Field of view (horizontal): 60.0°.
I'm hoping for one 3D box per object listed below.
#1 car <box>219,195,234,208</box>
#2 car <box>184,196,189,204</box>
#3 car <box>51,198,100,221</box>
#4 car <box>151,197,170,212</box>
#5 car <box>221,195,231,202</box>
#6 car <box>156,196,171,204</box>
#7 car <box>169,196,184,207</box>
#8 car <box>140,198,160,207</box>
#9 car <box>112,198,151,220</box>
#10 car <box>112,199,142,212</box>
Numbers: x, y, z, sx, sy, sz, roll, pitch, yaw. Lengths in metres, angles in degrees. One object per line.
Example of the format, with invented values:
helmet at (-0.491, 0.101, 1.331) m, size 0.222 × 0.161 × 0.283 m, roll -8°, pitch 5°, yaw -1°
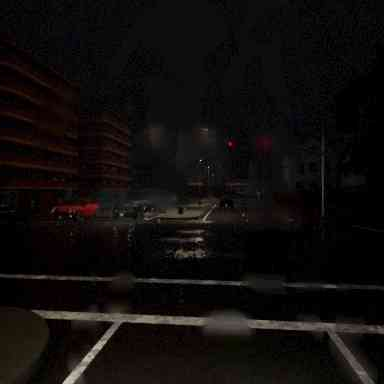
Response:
car at (5.046, 1.505, 48.751) m, size 1.837 × 1.490 × 4.892 m, roll 0°, pitch 0°, yaw 6°
car at (-1.730, 1.506, 62.588) m, size 1.837 × 1.490 × 4.892 m, roll 0°, pitch 0°, yaw 6°
car at (-9.394, 1.351, 27.068) m, size 2.097 × 1.767 × 4.553 m, roll 0°, pitch 0°, yaw 12°
car at (-4.180, 1.601, 39.194) m, size 1.895 × 1.301 × 4.718 m, roll 0°, pitch 0°, yaw 6°
car at (7.688, 1.523, 75.240) m, size 2.128 × 1.511 × 4.902 m, roll 0°, pitch 0°, yaw 6°
car at (-5.281, 1.564, 62.250) m, size 1.994 × 1.385 × 4.181 m, roll 0°, pitch 0°, yaw 7°
car at (-3.031, 1.491, 50.252) m, size 2.128 × 1.511 × 4.902 m, roll 0°, pitch 0°, yaw 6°
car at (-6.427, 1.601, 51.425) m, size 1.895 × 1.301 × 4.718 m, roll 0°, pitch 0°, yaw 6°
car at (-5.233, 1.491, 27.981) m, size 2.128 × 1.511 × 4.902 m, roll 0°, pitch 0°, yaw 4°
car at (-7.628, 1.548, 39.820) m, size 2.033 × 1.411 × 5.357 m, roll 0°, pitch 0°, yaw 6°
